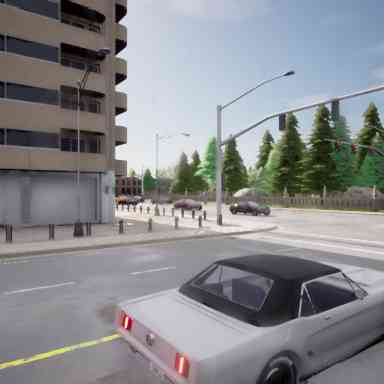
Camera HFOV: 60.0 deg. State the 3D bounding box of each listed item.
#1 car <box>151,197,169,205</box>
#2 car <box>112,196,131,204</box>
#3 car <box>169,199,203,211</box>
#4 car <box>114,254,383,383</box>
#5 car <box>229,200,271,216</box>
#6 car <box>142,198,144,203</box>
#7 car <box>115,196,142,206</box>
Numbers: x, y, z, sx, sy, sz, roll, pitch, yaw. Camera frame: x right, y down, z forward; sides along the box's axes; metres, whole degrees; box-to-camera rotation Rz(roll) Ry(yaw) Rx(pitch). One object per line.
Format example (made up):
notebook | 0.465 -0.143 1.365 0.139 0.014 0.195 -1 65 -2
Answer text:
car | -5.626 1.603 61.120 2.033 1.411 5.357 0 0 -36
car | -14.271 1.533 67.129 1.882 1.535 5.008 0 0 -36
car | -0.578 1.581 41.765 1.812 1.442 4.674 0 0 -36
car | 1.445 1.601 4.808 4.718 1.301 1.895 0 0 -35
car | 5.671 1.581 33.071 1.812 1.442 4.674 0 0 -36
car | -11.655 1.581 69.477 1.812 1.442 4.674 0 0 -36
car | -10.663 1.656 55.866 1.895 1.301 4.718 0 0 -35
